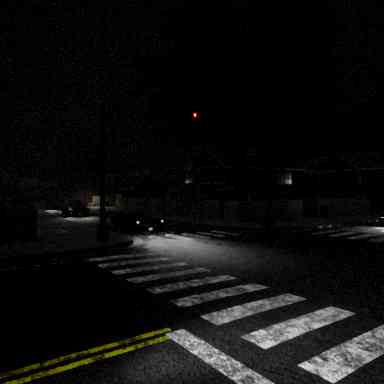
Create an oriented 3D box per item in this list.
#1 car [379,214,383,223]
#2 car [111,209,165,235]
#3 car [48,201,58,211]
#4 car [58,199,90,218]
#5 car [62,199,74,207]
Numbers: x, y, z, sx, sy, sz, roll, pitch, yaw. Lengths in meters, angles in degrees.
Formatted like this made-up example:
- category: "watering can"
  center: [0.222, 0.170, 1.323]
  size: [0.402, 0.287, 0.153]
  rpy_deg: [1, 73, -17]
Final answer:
- category: "car"
  center: [14.552, 1.512, 22.055]
  size: [5.357, 1.411, 2.033]
  rpy_deg: [0, 0, -36]
- category: "car"
  center: [-3.389, 1.751, 20.297]
  size: [1.895, 1.301, 4.718]
  rpy_deg: [0, 0, -30]
- category: "car"
  center: [-19.530, 1.933, 47.678]
  size: [1.994, 1.385, 4.181]
  rpy_deg: [0, 0, -27]
- category: "car"
  center: [-11.907, 1.612, 33.911]
  size: [2.097, 1.767, 4.553]
  rpy_deg: [0, 0, -31]
- category: "car"
  center: [-23.734, 2.004, 63.590]
  size: [1.812, 1.442, 4.674]
  rpy_deg: [0, 0, -23]
